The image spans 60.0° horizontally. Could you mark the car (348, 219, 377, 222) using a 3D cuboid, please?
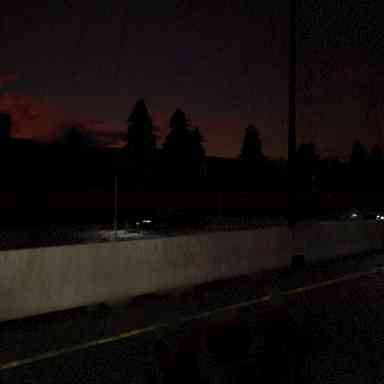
[{"bbox_3d":[12.051,1.533,21.176,4.553,1.767,2.097,1,0,-35],"label":"car"}]
